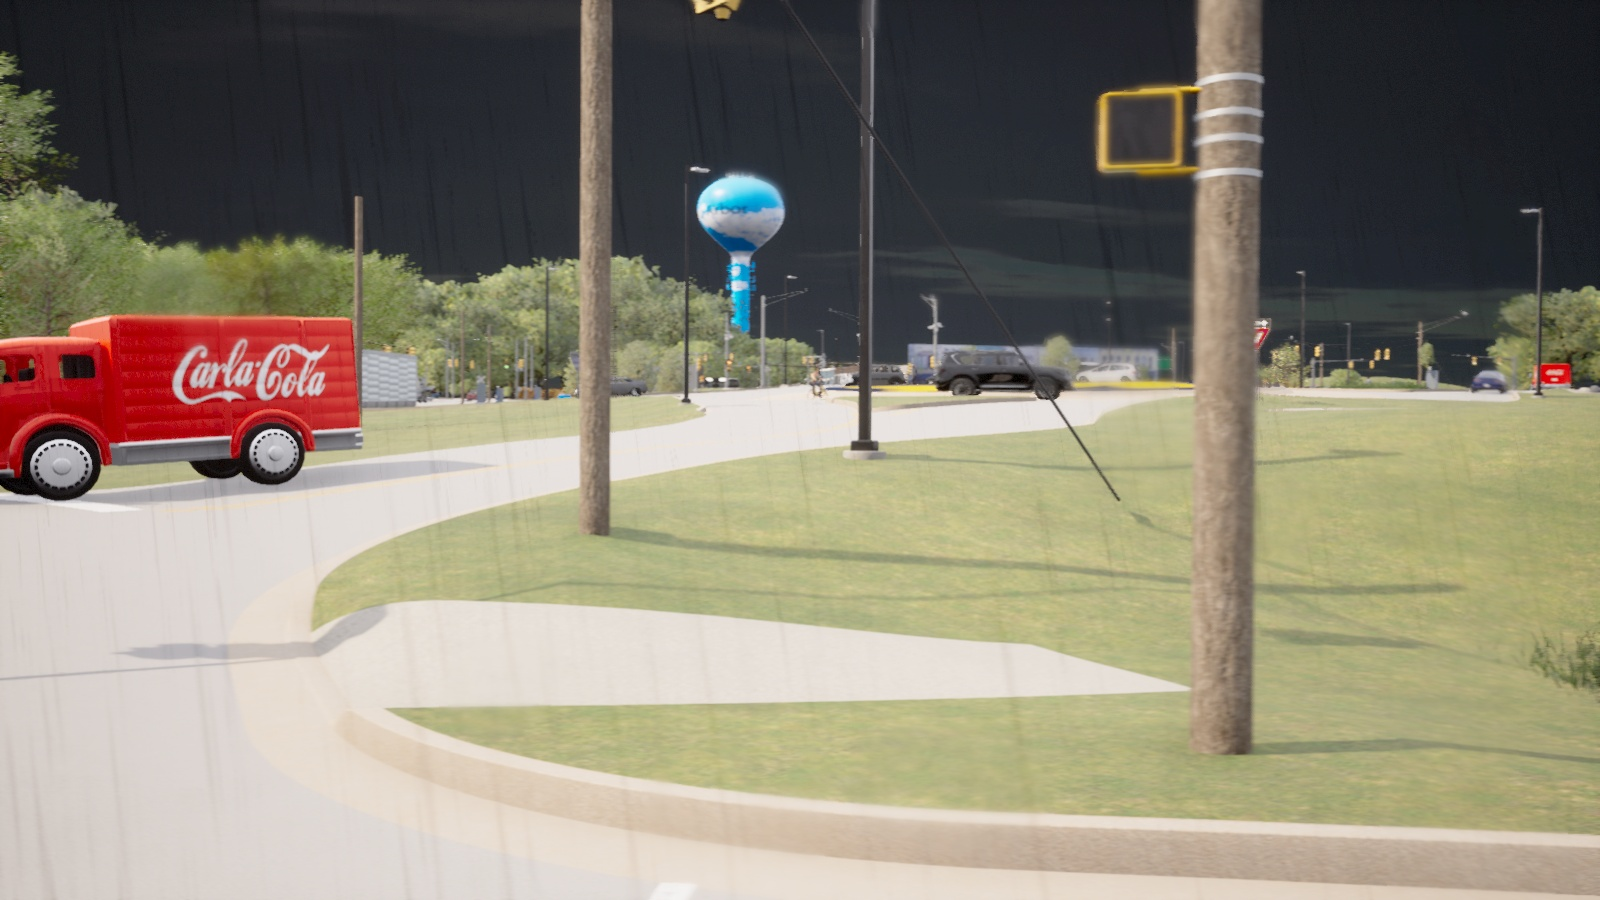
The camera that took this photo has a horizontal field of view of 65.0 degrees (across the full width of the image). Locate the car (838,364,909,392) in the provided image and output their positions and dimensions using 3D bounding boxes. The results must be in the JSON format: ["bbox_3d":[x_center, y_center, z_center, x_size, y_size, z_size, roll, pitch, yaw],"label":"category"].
[{"bbox_3d":[5.236,-5.110,89.084,4.605,1.855,1.932,-1,1,-19],"label":"car"}]

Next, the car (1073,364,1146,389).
[{"bbox_3d":[21.837,-5.177,88.649,4.611,1.667,2.242,2,1,27],"label":"car"}]

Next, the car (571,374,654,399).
[{"bbox_3d":[-12.245,-4.151,82.092,4.902,1.511,2.128,-4,4,-27],"label":"car"}]

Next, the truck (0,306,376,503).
[{"bbox_3d":[-9.301,-0.742,18.279,5.204,2.467,2.627,-5,5,-43],"label":"truck"}]

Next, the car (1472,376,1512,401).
[{"bbox_3d":[44.951,-4.041,81.548,1.812,1.442,4.674,5,6,33],"label":"car"}]

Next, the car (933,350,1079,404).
[{"bbox_3d":[8.317,-2.942,50.679,5.566,2.045,2.150,1,1,16],"label":"car"}]
